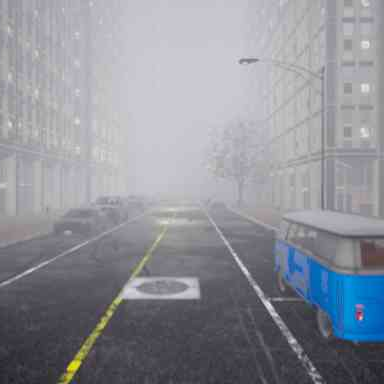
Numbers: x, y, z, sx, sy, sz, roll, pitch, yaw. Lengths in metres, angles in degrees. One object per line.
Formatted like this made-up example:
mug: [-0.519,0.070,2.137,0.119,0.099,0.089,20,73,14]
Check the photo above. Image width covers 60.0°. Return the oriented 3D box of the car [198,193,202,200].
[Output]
car: [2.577,1.226,57.389,2.008,1.369,4.403,0,0,0]

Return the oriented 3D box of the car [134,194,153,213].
car: [-5.760,1.129,34.584,2.192,1.841,5.009,0,0,0]

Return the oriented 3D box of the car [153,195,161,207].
car: [-5.781,1.330,45.980,1.802,1.307,4.206,0,0,0]

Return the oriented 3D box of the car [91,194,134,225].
car: [-5.737,1.193,23.190,2.192,1.841,5.009,0,0,0]

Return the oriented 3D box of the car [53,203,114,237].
car: [-5.725,1.475,17.494,1.947,1.339,4.313,0,0,0]

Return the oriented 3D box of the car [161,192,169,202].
car: [-5.814,1.168,62.901,1.752,1.417,4.829,0,0,0]

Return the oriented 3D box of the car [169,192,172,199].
car: [-5.825,1.170,68.767,1.947,1.339,4.313,0,0,0]

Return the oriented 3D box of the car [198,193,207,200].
car: [2.533,1.070,80.178,1.887,1.381,4.507,0,0,0]

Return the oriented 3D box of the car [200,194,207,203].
car: [2.599,1.295,45.995,2.008,1.369,4.403,0,0,0]

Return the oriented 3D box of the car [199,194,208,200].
car: [2.544,1.130,74.480,1.947,1.339,4.313,0,0,0]

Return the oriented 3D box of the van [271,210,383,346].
van: [2.676,1.308,6.115,1.690,1.788,3.998,0,0,0]

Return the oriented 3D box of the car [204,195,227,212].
car: [2.621,1.362,34.601,2.008,1.369,4.403,0,0,0]

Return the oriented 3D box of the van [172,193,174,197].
van: [-5.848,0.870,80.161,1.690,1.788,3.998,0,0,0]
